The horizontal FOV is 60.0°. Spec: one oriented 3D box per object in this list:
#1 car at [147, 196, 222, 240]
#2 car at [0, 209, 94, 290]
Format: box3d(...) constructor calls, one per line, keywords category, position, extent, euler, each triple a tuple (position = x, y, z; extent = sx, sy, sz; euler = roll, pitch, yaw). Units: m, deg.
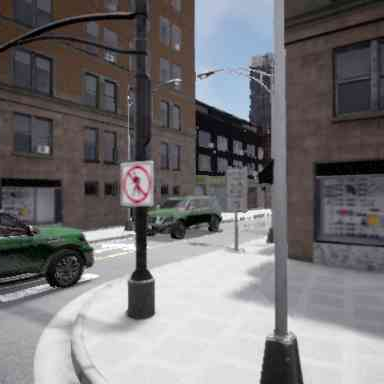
box3d(category="car", position=(-0.451, 1.259, 17.831), extent=(2.150, 2.045, 5.566), euler=(-1, 0, 35))
box3d(category="car", position=(-4.778, 1.285, 6.966), extent=(2.150, 2.045, 5.566), euler=(0, 0, 35))
